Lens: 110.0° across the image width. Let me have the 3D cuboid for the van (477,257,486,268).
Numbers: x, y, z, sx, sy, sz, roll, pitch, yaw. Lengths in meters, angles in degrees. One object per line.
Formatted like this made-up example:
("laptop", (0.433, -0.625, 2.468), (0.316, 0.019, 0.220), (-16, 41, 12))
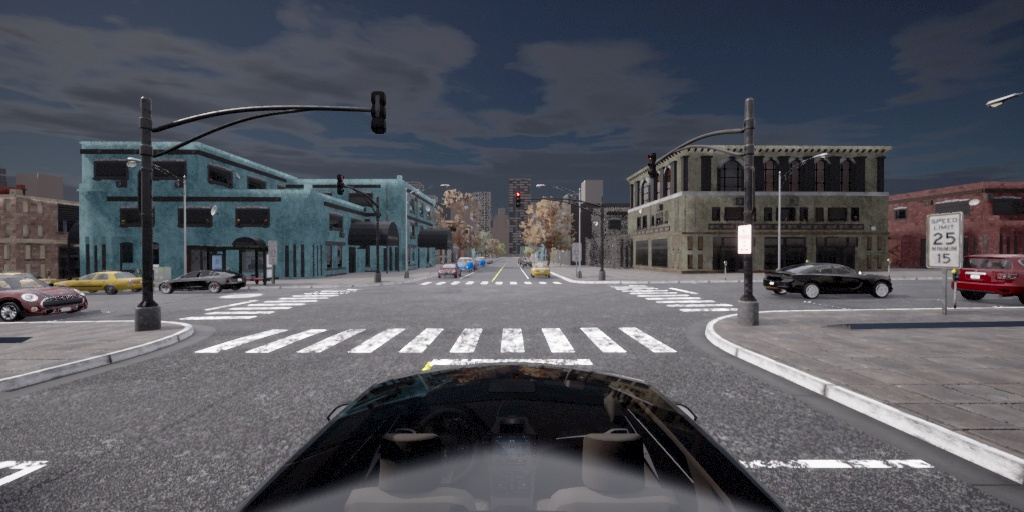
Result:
("van", (-5.803, 1.078, 61.200), (1.690, 1.789, 3.998), (0, 0, 0))

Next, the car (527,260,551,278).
("car", (2.631, 1.269, 33.655), (1.751, 1.417, 4.829), (0, 0, 0))

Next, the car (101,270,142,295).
("car", (-24.050, 1.501, 21.142), (4.829, 1.417, 1.751), (0, 0, -1))

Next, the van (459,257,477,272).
("van", (-5.770, 1.082, 44.561), (1.690, 1.789, 3.998), (0, 0, 0))

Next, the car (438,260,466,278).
("car", (-5.748, 1.326, 33.469), (1.802, 1.307, 4.207), (0, 0, 0))

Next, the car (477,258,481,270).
("car", (-5.782, 1.285, 50.108), (1.888, 1.381, 4.507), (0, 0, 0))

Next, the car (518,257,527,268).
("car", (2.578, 1.288, 61.217), (2.007, 1.370, 4.403), (0, 0, 0))

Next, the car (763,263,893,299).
("car", (14.178, 1.050, 16.204), (5.008, 1.535, 1.882), (-1, 1, -1))

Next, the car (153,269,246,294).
("car", (-18.227, 1.474, 21.258), (4.313, 1.339, 1.948), (0, 0, -1))

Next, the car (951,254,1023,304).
("car", (19.925, 0.842, 13.634), (5.009, 1.841, 2.192), (0, 0, -1))

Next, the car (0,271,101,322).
("car", (-18.091, 1.423, 12.912), (4.097, 1.591, 1.967), (0, 0, -1))
